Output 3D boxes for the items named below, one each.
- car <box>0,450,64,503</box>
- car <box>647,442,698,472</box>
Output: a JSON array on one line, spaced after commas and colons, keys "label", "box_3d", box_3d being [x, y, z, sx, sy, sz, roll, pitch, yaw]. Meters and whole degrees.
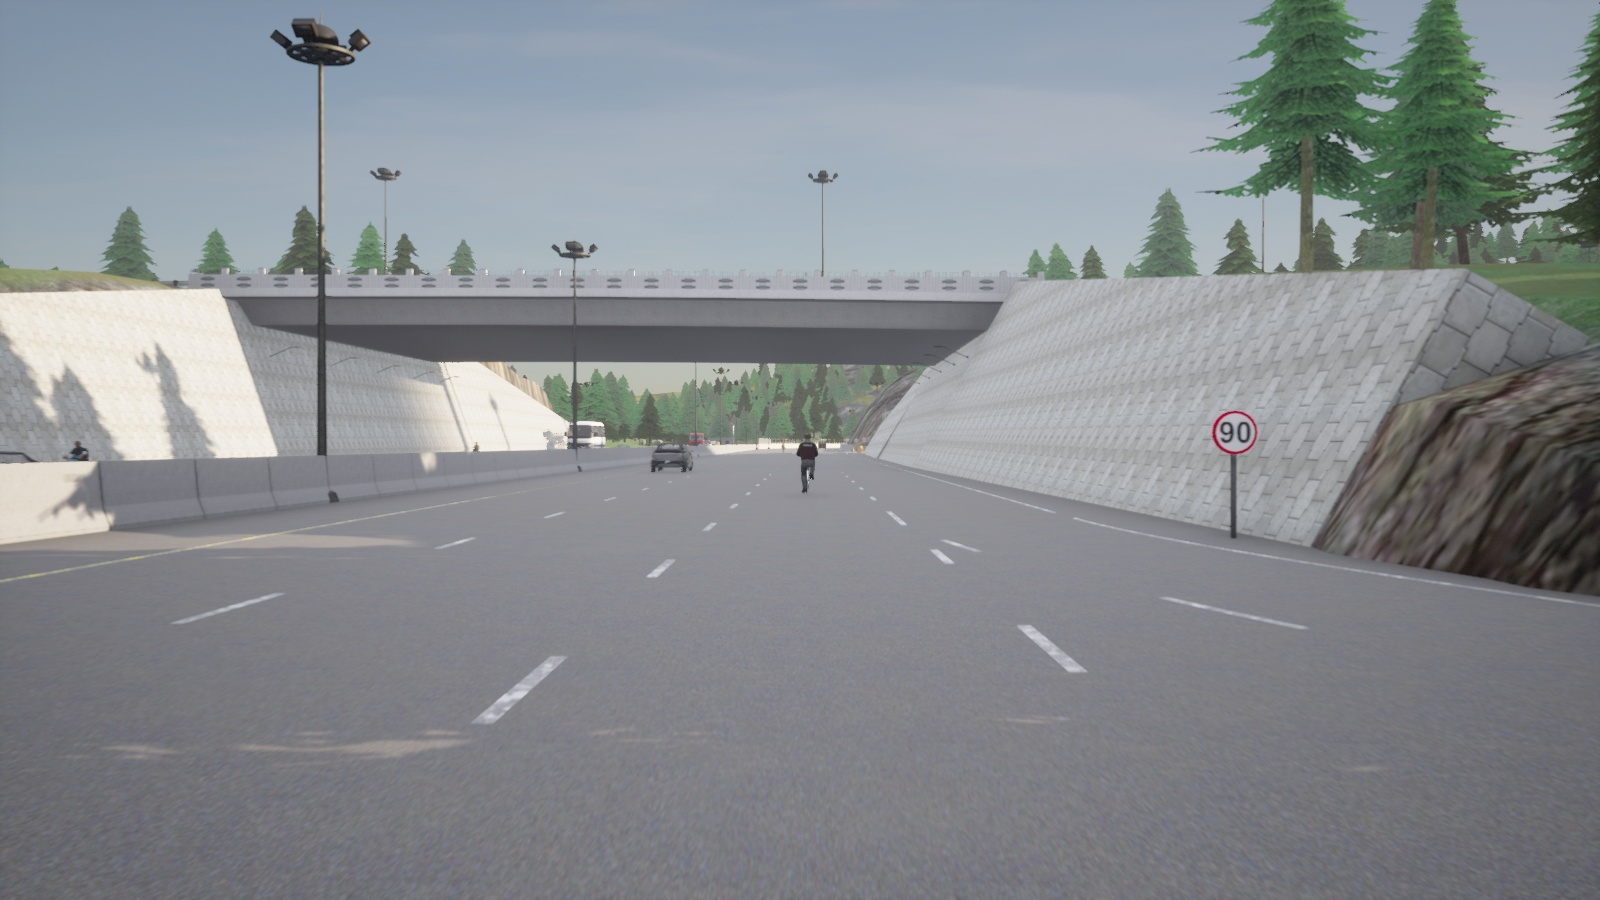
[{"label": "car", "box_3d": [-20.806, 0.653, 31.484, 1.895, 1.301, 4.718, 0, 0, 0]}, {"label": "car", "box_3d": [-6.612, 0.329, 65.414, 2.128, 1.511, 4.902, 0, 0, 0]}]
